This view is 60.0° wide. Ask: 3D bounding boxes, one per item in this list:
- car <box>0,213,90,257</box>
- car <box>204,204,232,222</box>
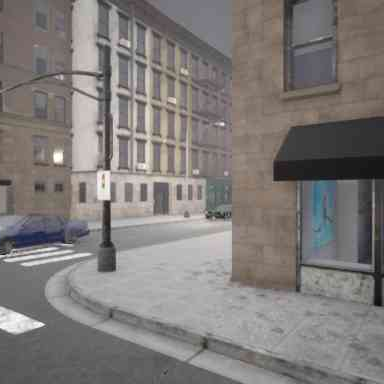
[{"bbox_3d":[-6.644,1.583,13.585,2.033,1.411,5.357,0,0,27],"label":"car"},{"bbox_3d":[2.984,1.729,28.021,1.895,1.301,4.718,0,0,35],"label":"car"}]
